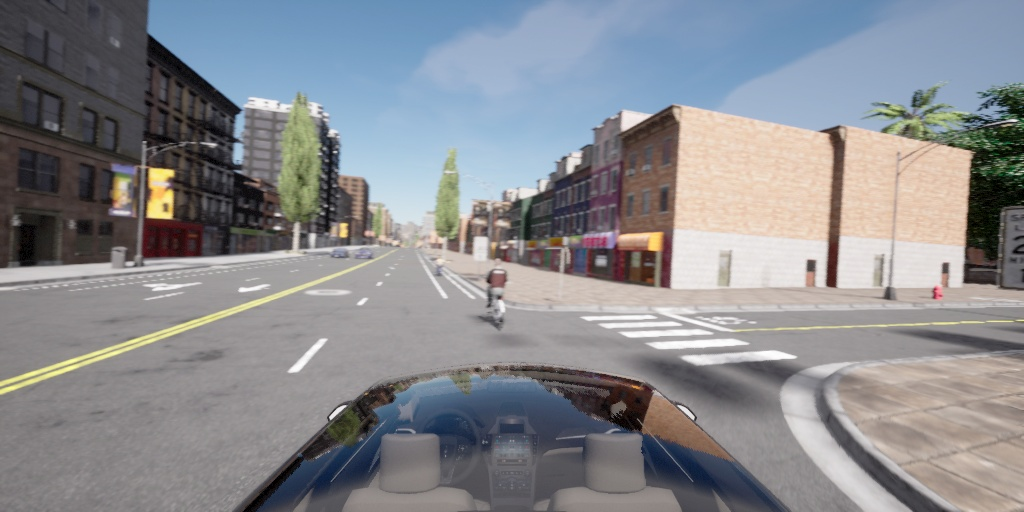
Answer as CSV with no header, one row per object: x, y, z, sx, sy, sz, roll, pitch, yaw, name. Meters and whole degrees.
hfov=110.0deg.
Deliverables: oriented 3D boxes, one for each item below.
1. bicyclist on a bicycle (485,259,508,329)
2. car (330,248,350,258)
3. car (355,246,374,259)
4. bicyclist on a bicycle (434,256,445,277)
-0.455,0.949,9.519,0.659,1.776,1.843,2,1,-16,bicyclist on a bicycle
-24.609,-0.473,51.491,2.033,1.411,5.357,3,1,-16,car
-21.480,-0.507,52.393,2.097,1.767,4.553,3,1,-16,car
-5.779,0.809,28.606,0.866,1.612,1.509,3,1,-16,bicyclist on a bicycle
